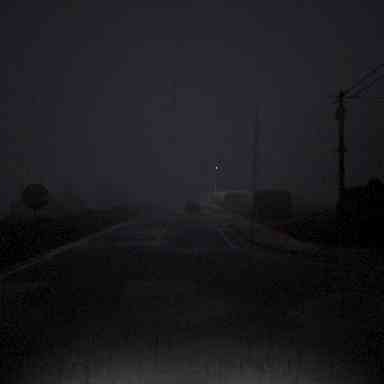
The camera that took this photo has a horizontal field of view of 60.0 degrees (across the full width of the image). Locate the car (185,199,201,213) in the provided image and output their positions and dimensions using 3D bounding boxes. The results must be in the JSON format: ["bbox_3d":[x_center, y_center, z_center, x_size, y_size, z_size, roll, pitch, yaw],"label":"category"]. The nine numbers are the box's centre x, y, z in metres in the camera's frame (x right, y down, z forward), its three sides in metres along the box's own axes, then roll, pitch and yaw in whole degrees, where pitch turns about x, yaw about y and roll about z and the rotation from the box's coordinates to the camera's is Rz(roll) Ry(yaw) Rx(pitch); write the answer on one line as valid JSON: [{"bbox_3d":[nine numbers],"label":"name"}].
[{"bbox_3d":[0.098,1.869,42.171,1.882,1.535,5.008,0,-1,0],"label":"car"}]

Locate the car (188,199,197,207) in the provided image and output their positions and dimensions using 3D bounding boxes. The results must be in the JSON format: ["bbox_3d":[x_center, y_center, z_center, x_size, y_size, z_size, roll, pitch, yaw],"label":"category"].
[{"bbox_3d":[0.086,2.106,65.107,1.837,1.490,4.892,0,-2,0],"label":"car"}]
